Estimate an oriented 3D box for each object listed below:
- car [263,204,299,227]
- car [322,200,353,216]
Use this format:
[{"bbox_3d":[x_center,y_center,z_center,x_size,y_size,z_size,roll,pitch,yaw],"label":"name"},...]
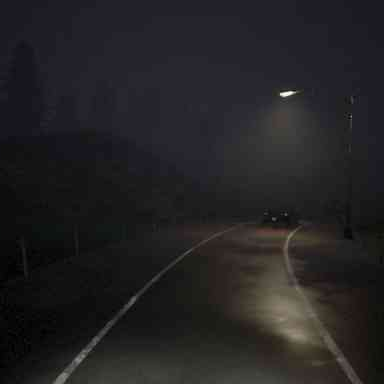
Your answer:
[{"bbox_3d":[6.385,1.605,23.755,1.812,1.442,4.674,2,0,26],"label":"car"},{"bbox_3d":[16.491,1.707,37.539,2.097,1.767,4.553,5,2,44],"label":"car"}]
